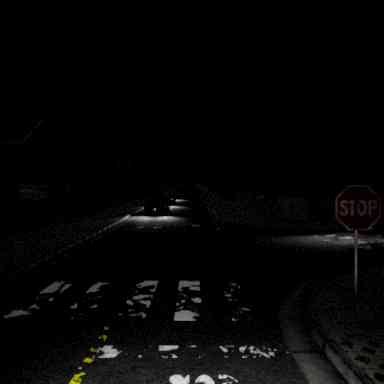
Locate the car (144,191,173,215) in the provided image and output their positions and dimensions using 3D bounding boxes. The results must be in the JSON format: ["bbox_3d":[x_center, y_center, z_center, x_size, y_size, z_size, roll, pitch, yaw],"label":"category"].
[{"bbox_3d":[-2.861,1.009,27.968,1.837,1.490,4.892,0,2,0],"label":"car"}]

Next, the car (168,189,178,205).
[{"bbox_3d":[-2.867,0.679,38.025,1.812,1.442,4.674,0,2,0],"label":"car"}]

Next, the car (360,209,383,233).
[{"bbox_3d":[11.029,1.562,17.935,4.718,1.301,1.895,0,0,-27],"label":"car"}]
